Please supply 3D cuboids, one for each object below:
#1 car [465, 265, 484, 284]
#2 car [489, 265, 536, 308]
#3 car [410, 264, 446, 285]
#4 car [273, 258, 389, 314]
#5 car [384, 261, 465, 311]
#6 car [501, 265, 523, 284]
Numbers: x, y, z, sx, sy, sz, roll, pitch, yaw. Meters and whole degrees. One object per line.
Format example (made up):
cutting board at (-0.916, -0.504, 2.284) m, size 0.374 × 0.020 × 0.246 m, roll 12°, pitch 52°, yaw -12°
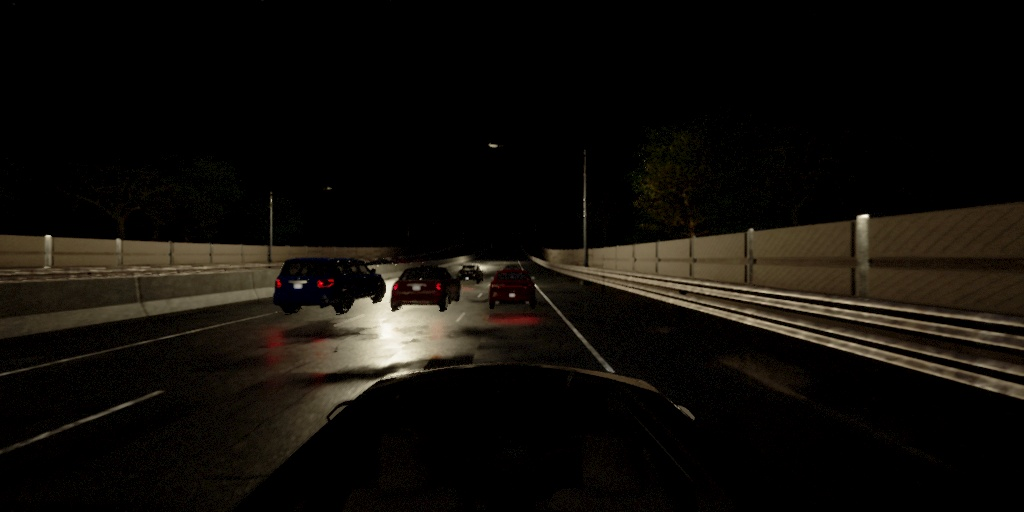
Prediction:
car at (-3.482, 1.498, 30.364) m, size 1.837 × 1.490 × 4.892 m, roll 0°, pitch 0°, yaw 1°
car at (0.027, 1.351, 16.090) m, size 1.882 × 1.535 × 5.008 m, roll 0°, pitch 0°, yaw 0°
car at (-6.982, 1.498, 30.358) m, size 1.837 × 1.490 × 4.892 m, roll 0°, pitch 0°, yaw 1°
car at (-6.990, 1.085, 14.425) m, size 2.150 × 2.045 × 5.566 m, roll 0°, pitch 0°, yaw 0°
car at (-3.479, 1.217, 15.245) m, size 2.097 × 1.767 × 4.553 m, roll 0°, pitch -1°, yaw 0°
car at (0.020, 1.520, 30.771) m, size 1.812 × 1.442 × 4.674 m, roll 0°, pitch 0°, yaw 0°
